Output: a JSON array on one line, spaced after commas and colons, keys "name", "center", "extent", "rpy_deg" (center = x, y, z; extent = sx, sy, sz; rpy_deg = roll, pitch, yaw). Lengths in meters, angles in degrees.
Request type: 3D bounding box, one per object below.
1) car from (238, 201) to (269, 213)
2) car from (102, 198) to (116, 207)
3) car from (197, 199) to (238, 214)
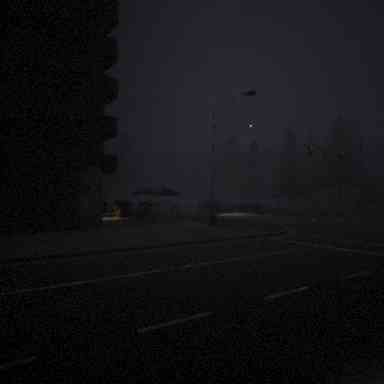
[{"name": "car", "center": [6.594, 1.740, 38.828], "extent": [1.895, 1.301, 4.718], "rpy_deg": [0, 0, -36]}, {"name": "car", "center": [-14.320, 1.602, 52.803], "extent": [4.674, 1.442, 1.812], "rpy_deg": [0, 0, 20]}, {"name": "car", "center": [2.576, 1.617, 37.907], "extent": [1.837, 1.490, 4.892], "rpy_deg": [1, 0, -37]}]
